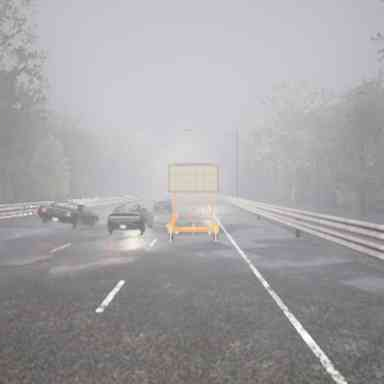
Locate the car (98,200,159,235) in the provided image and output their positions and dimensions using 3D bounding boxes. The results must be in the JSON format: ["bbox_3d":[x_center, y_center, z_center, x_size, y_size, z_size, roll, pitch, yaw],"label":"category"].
[{"bbox_3d":[-3.286,1.431,18.399,2.128,1.511,4.902,0,0,1],"label":"car"}]

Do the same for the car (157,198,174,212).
[{"bbox_3d":[-3.006,1.364,35.804,2.128,1.511,4.902,0,0,1],"label":"car"}]

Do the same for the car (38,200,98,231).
[{"bbox_3d":[-6.712,1.262,18.714,1.895,1.301,4.718,12,-5,1],"label":"car"}]

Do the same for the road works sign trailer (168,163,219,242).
[{"bbox_3d":[0.080,0.411,16.006,2.380,3.560,2.880,0,0,1],"label":"road works sign trailer"}]
